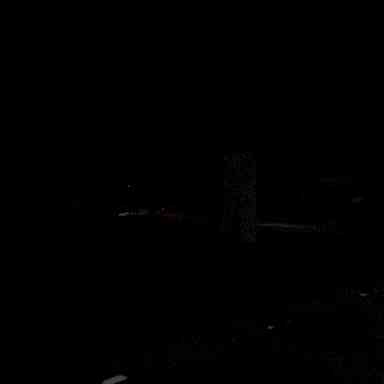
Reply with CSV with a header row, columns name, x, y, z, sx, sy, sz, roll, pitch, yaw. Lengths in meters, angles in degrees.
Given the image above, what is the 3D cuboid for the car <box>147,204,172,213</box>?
name,x,y,z,sx,sy,sz,roll,pitch,yaw
car,-4.885,2.350,49.149,1.895,1.301,4.718,-1,1,-36

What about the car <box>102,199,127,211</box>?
name,x,y,z,sx,sy,sz,roll,pitch,yaw
car,-12.014,2.287,52.834,2.128,1.511,4.902,-1,1,-35

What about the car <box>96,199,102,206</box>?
name,x,y,z,sx,sy,sz,roll,pitch,yaw
car,-17.804,2.132,67.150,1.837,1.490,4.892,-1,1,-36

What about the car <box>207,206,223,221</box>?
name,x,y,z,sx,sy,sz,roll,pitch,yaw
car,3.441,2.026,31.181,2.128,1.511,4.902,-1,0,-36
